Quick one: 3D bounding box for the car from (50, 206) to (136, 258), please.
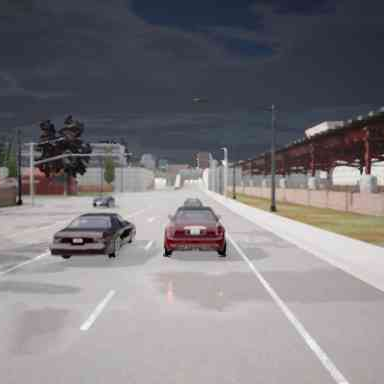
[{"bbox_3d":[-3.397,1.479,12.396,2.033,1.411,5.357,0,0,0],"label":"car"}]

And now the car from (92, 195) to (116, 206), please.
[{"bbox_3d":[-10.504,1.102,39.942,2.128,1.511,4.902,0,1,0],"label":"car"}]

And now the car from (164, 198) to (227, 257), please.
[{"bbox_3d":[0.103,1.280,12.846,2.097,1.767,4.553,0,0,0],"label":"car"}]

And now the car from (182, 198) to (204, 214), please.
[{"bbox_3d":[0.109,1.290,32.038,1.994,1.385,4.181,0,1,0],"label":"car"}]
